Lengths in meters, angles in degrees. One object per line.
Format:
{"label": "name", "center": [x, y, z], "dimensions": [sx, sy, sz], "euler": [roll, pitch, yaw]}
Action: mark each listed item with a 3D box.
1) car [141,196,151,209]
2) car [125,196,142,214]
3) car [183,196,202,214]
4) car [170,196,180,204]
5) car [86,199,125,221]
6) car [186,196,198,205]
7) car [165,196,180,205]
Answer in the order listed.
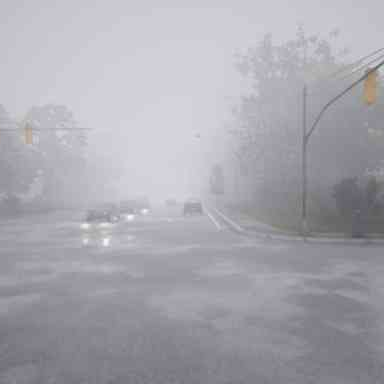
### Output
{"label": "car", "center": [-7.015, 1.378, 46.299], "dimensions": [2.097, 1.767, 4.553], "euler": [0, 0, 0]}
{"label": "car", "center": [-7.041, 1.525, 36.374], "dimensions": [1.837, 1.490, 4.892], "euler": [0, 0, 0]}
{"label": "car", "center": [0.087, 1.497, 35.309], "dimensions": [1.882, 1.535, 5.008], "euler": [0, 0, 0]}
{"label": "car", "center": [-3.523, 1.563, 68.102], "dimensions": [1.812, 1.442, 4.674], "euler": [0, 0, 0]}
{"label": "car", "center": [-7.088, 1.520, 27.007], "dimensions": [1.837, 1.490, 4.892], "euler": [0, 0, 0]}
{"label": "car", "center": [0.014, 1.525, 59.343], "dimensions": [2.128, 1.511, 4.902], "euler": [0, 0, 1]}
{"label": "car", "center": [-3.519, 1.633, 57.829], "dimensions": [1.895, 1.301, 4.718], "euler": [0, 0, 0]}
